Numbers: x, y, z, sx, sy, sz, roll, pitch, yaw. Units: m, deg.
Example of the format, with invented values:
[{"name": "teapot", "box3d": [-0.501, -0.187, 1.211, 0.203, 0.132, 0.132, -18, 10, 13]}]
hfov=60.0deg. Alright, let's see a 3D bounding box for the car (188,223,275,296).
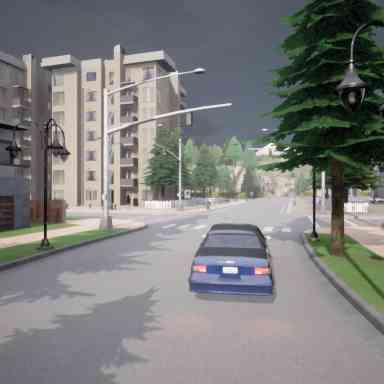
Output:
[{"name": "car", "box3d": [1.138, 1.547, 8.865, 2.033, 1.411, 5.357, 0, 0, 9]}]
